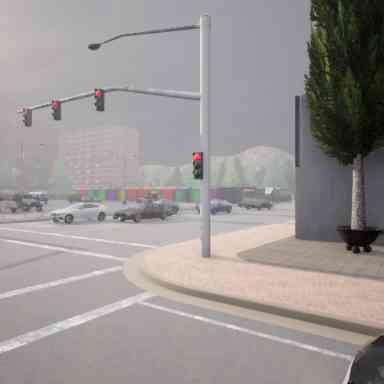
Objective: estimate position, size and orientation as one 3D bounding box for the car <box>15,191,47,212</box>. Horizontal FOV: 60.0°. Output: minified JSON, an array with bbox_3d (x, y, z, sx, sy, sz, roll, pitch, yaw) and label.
[{"bbox_3d":[-18.179,1.160,36.463,3.866,1.878,1.905,0,0,35],"label":"car"}]

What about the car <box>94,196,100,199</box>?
[{"bbox_3d":[-19.486,1.369,64.932,3.905,1.438,1.784,0,0,35],"label":"car"}]

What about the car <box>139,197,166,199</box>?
[{"bbox_3d":[-3.135,1.528,32.878,1.812,1.442,4.674,0,0,37],"label":"car"}]

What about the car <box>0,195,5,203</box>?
[{"bbox_3d":[-38.221,1.371,64.538,3.905,1.438,1.784,0,0,35],"label":"car"}]

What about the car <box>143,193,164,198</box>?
[{"bbox_3d":[-6.888,1.160,52.512,3.866,1.878,1.905,0,0,35],"label":"car"}]

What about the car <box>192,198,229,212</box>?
[{"bbox_3d":[2.343,1.494,40.239,2.128,1.511,4.902,0,0,37],"label":"car"}]

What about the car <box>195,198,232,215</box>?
[{"bbox_3d":[2.461,1.528,34.534,1.812,1.442,4.674,0,0,37],"label":"car"}]

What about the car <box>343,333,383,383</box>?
[{"bbox_3d":[3.374,1.491,1.559,4.902,1.511,2.128,0,0,36],"label":"car"}]

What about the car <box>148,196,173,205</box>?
[{"bbox_3d":[-5.208,1.399,54.871,3.806,1.475,1.970,0,0,35],"label":"car"}]

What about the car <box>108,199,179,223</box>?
[{"bbox_3d":[-3.683,1.549,26.271,2.033,1.411,5.357,0,0,36],"label":"car"}]

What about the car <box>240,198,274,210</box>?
[{"bbox_3d":[8.757,1.549,42.973,2.033,1.411,5.357,0,0,37],"label":"car"}]

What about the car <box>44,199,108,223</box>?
[{"bbox_3d":[-8.522,1.528,25.536,1.812,1.442,4.674,0,0,38],"label":"car"}]

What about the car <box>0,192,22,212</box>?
[{"bbox_3d":[-19.894,1.157,34.130,4.605,1.855,1.932,0,0,35],"label":"car"}]

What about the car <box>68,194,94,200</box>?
[{"bbox_3d":[-21.210,1.159,62.604,4.605,1.855,1.932,0,0,35],"label":"car"}]

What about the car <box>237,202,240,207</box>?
[{"bbox_3d":[8.681,1.550,48.681,2.033,1.411,5.357,0,0,37],"label":"car"}]

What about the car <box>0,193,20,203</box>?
[{"bbox_3d":[-36.714,1.160,66.759,4.605,1.855,1.932,0,0,35],"label":"car"}]
